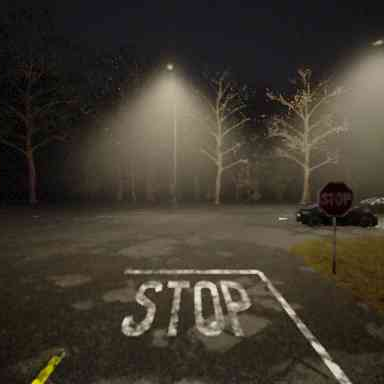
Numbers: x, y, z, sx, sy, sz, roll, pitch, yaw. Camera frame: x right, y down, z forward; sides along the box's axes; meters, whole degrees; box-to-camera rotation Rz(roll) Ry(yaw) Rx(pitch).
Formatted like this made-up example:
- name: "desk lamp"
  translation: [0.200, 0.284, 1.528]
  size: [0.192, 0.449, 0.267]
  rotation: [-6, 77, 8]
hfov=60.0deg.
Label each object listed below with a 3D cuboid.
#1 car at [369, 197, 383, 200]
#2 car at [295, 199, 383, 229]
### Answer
- name: "car"
  translation: [14.193, 1.130, 25.262]
  size: [4.902, 1.511, 2.128]
  rotation: [0, 1, 0]
- name: "car"
  translation: [7.859, 1.241, 18.299]
  size: [4.181, 1.385, 1.994]
  rotation: [0, 1, 0]
